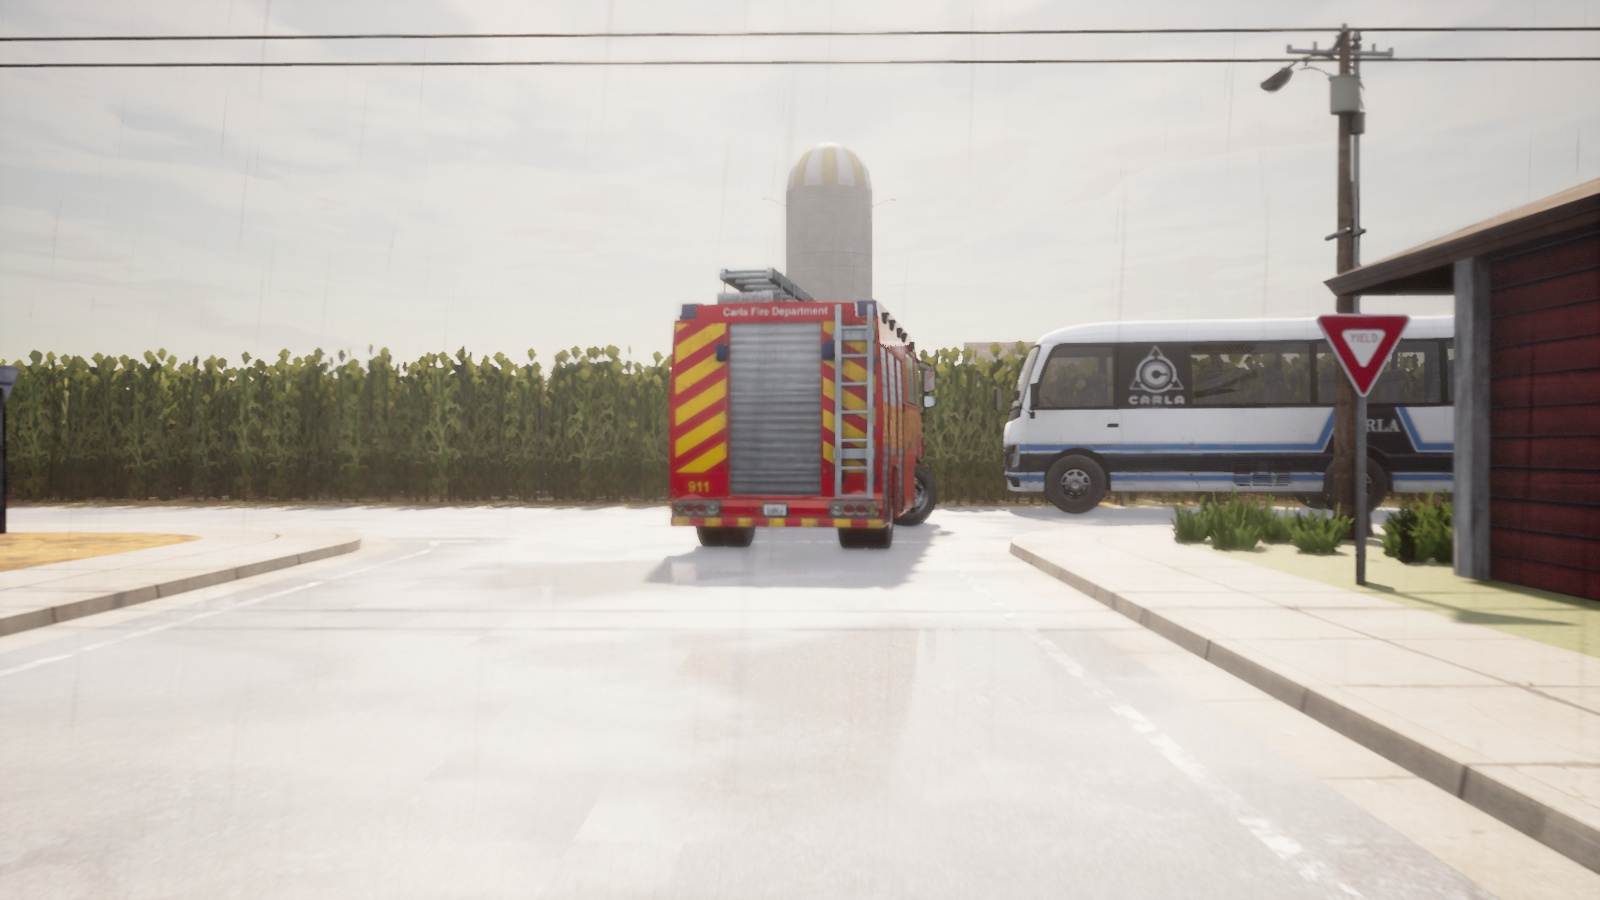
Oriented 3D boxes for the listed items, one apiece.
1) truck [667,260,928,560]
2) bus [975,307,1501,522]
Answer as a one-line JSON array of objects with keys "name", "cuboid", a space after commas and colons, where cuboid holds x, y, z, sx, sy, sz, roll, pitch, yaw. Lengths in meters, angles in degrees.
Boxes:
[{"name": "truck", "cuboid": [0.370, -0.525, 20.456, 2.891, 3.827, 8.468, 0, 0, 9]}, {"name": "bus", "cuboid": [9.034, -0.697, 27.490, 10.273, 4.253, 3.944, 0, 0, 8]}]
